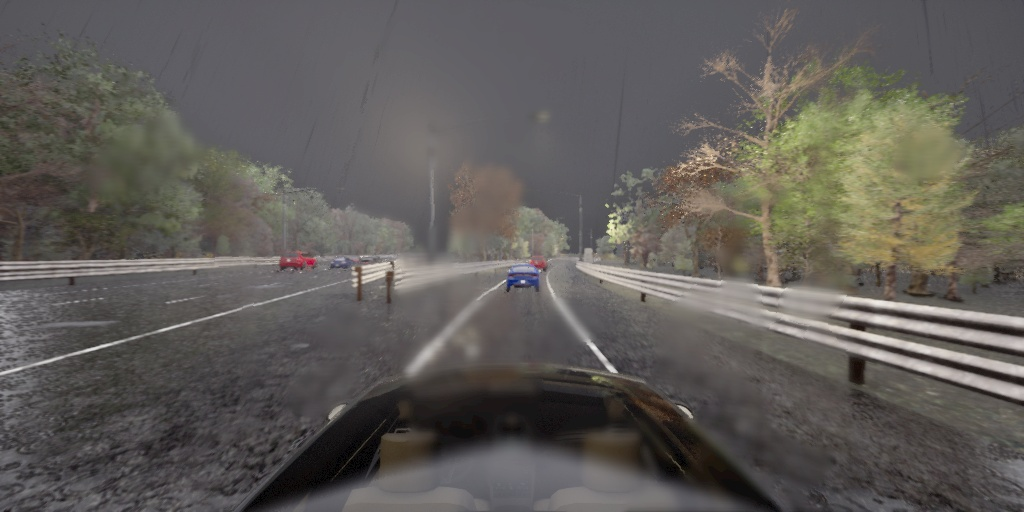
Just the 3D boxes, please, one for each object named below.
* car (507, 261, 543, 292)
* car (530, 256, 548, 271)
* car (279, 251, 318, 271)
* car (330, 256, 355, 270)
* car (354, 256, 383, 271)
[{"bbox_3d":[0.751,1.248,21.748,1.882,1.535,5.008,0,0,4],"label":"car"},{"bbox_3d":[3.631,1.013,49.173,2.150,2.045,5.566,0,0,9],"label":"car"},{"bbox_3d":[-22.941,0.553,38.692,2.150,2.045,5.566,0,0,-11],"label":"car"},{"bbox_3d":[-20.131,0.860,42.699,1.812,1.442,4.674,0,0,-11],"label":"car"},{"bbox_3d":[-16.288,0.872,41.197,1.837,1.490,4.892,0,0,-11],"label":"car"}]
